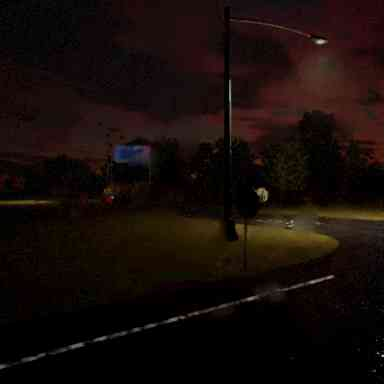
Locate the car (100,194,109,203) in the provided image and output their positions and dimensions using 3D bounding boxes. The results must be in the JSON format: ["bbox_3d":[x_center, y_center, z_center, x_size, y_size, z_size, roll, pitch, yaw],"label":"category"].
[{"bbox_3d":[-15.396,1.078,61.536,2.097,1.767,4.553,0,0,-34],"label":"car"}]

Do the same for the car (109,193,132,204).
[{"bbox_3d":[-11.930,1.090,56.449,2.097,1.767,4.553,0,0,-34],"label":"car"}]
